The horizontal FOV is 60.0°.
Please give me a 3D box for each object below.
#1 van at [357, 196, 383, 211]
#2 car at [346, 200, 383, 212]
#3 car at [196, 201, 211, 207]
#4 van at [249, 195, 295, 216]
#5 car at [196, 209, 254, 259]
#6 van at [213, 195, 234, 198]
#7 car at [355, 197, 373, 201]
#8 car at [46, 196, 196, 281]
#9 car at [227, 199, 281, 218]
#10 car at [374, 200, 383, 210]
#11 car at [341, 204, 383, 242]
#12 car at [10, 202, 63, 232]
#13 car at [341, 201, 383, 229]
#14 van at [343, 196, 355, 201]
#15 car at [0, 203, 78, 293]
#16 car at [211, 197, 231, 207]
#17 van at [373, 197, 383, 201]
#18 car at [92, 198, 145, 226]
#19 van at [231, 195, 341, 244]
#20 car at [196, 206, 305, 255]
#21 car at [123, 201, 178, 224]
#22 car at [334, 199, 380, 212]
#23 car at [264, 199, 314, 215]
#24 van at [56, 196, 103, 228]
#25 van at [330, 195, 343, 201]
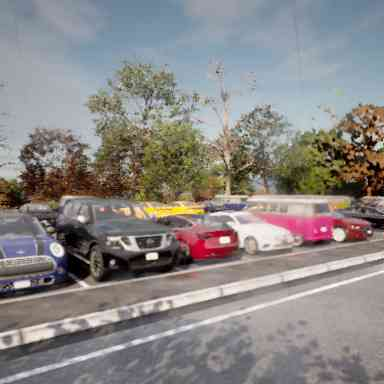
[{"bbox_3d":[25.906,1.652,46.911,1.878,1.987,4.442,1,-1,-35],"label":"van"},{"bbox_3d":[23.817,1.868,45.278,2.002,1.452,4.674,1,-1,-35],"label":"car"},{"bbox_3d":[-0.981,1.506,27.609,2.097,1.535,5.008,0,0,-35],"label":"car"},{"bbox_3d":[8.108,1.310,33.947,1.878,1.987,4.442,0,0,-35],"label":"van"},{"bbox_3d":[-0.348,1.513,12.044,2.163,1.488,4.792,0,0,-35],"label":"car"},{"bbox_3d":[3.461,1.295,30.923,1.878,1.987,4.442,0,0,-35],"label":"van"},{"bbox_3d":[19.223,1.471,41.973,2.435,2.045,5.566,1,-1,-35],"label":"car"},{"bbox_3d":[-2.575,1.225,10.386,2.435,2.045,5.566,0,0,-35],"label":"car"},{"bbox_3d":[5.893,1.526,32.285,1.946,1.575,5.366,0,0,-35],"label":"car"},{"bbox_3d":[30.587,1.984,50.096,2.097,1.535,5.008,1,-1,-35],"label":"car"},{"bbox_3d":[6.450,1.506,16.856,2.097,1.535,5.008,0,0,-35],"label":"car"},{"bbox_3d":[-10.006,1.478,21.178,2.231,1.521,4.892,0,0,-35],"label":"car"},{"bbox_3d":[10.991,1.550,20.048,2.163,1.488,4.792,0,0,-35],"label":"car"},{"bbox_3d":[16.882,1.444,40.484,1.878,1.987,4.442,1,-1,-35],"label":"van"},{"bbox_3d":[-4.867,1.346,8.826,2.185,1.767,4.553,0,0,-35],"label":"car"},{"bbox_3d":[1.276,1.515,29.216,2.231,1.521,4.892,0,0,-35],"label":"car"},{"bbox_3d":[15.565,1.310,23.200,1.878,1.987,4.442,0,0,-35],"label":"van"},{"bbox_3d":[-5.479,1.366,24.373,2.185,1.767,4.553,0,0,-35],"label":"car"},{"bbox_3d":[4.124,1.273,15.336,1.878,1.987,4.442,0,0,-35],"label":"van"},{"bbox_3d":[1.929,1.531,13.632,2.002,1.452,4.674,0,0,-35],"label":"car"},{"bbox_3d":[-3.340,1.498,25.929,2.097,1.535,5.008,0,0,-35],"label":"car"},{"bbox_3d":[21.563,1.776,43.668,2.097,1.535,5.008,1,-1,-35],"label":"car"},{"bbox_3d":[10.293,1.543,35.653,2.097,1.535,5.008,0,0,-35],"label":"car"},{"bbox_3d":[-7.820,1.258,22.886,1.878,1.987,4.442,0,0,-35],"label":"van"},{"bbox_3d":[14.728,1.395,38.949,1.878,1.987,4.442,1,-1,-35],"label":"van"}]
